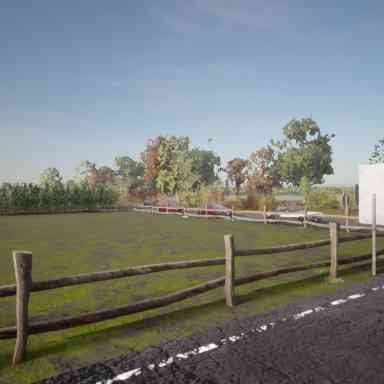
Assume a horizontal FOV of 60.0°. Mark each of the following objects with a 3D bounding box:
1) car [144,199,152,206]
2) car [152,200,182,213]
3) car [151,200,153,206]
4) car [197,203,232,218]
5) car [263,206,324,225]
[{"bbox_3d":[-8.605,2.254,67.435,2.128,1.511,4.902,0,0,-19],"label":"car"},{"bbox_3d":[-3.058,1.983,43.668,1.882,1.535,5.008,-1,0,-29],"label":"car"},{"bbox_3d":[-4.946,2.144,55.153,1.812,1.442,4.674,-1,0,-19],"label":"car"},{"bbox_3d":[2.299,1.898,35.097,1.812,1.442,4.674,-1,0,-34],"label":"car"},{"bbox_3d":[8.063,1.833,26.783,1.895,1.301,4.718,-1,0,-35],"label":"car"}]
